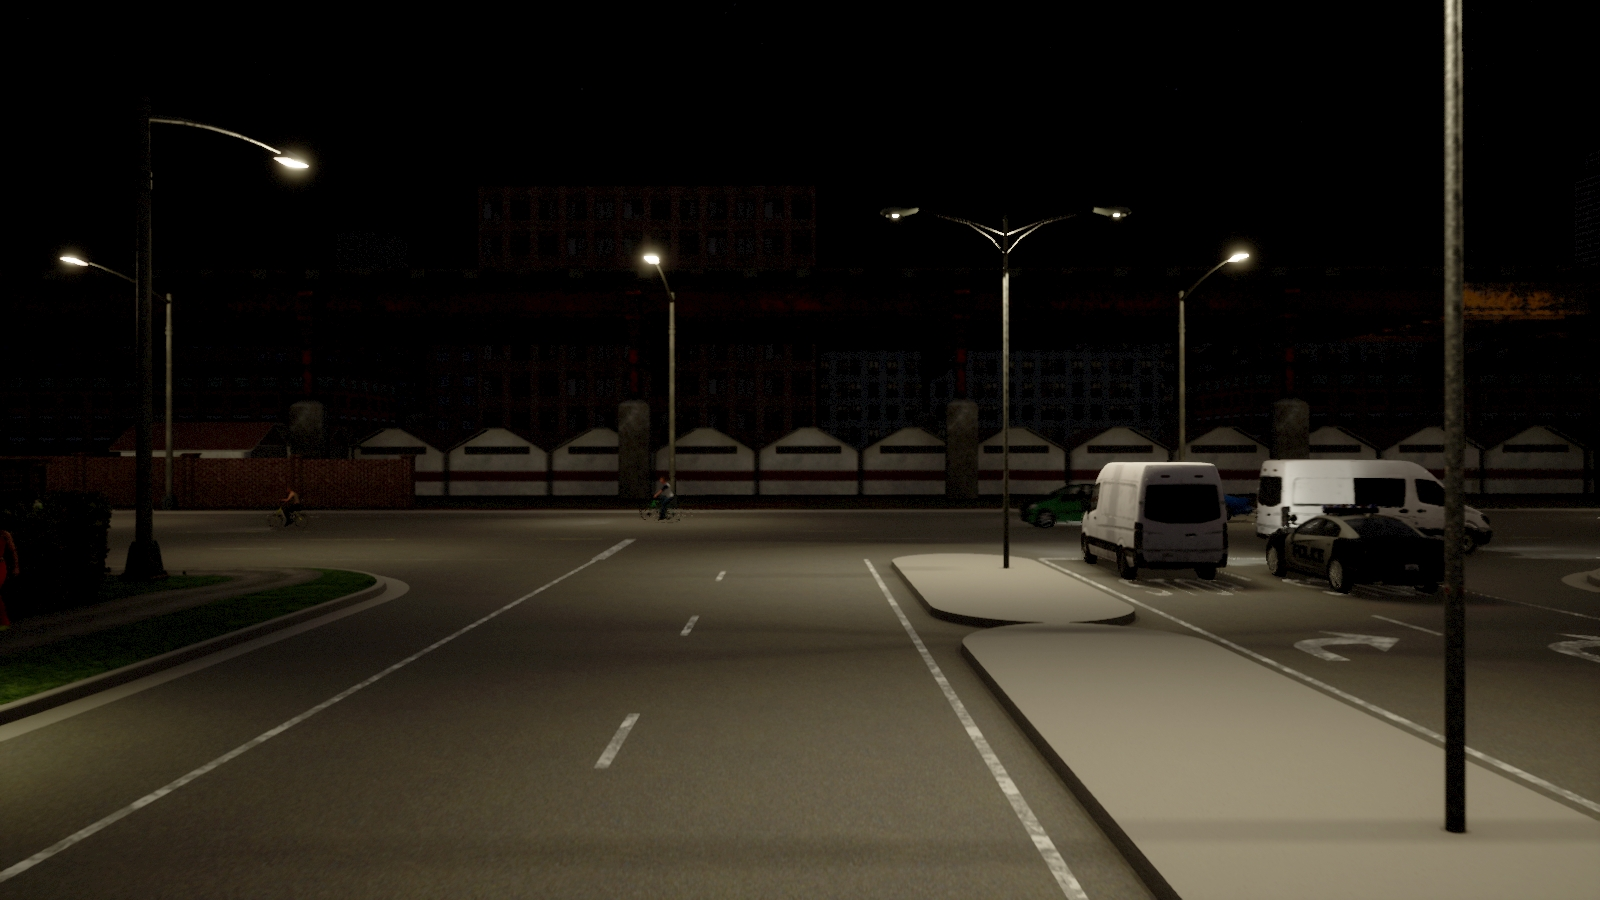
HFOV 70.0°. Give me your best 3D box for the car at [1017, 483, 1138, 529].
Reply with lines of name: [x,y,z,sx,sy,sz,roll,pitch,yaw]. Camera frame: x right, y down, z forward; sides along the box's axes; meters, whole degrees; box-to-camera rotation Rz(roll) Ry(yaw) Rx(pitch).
car: [10.119,2.043,41.921,3.988,1.617,1.851,0,0,0]

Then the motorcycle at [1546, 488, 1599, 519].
motorcycle: [31.894,2.190,47.070,1.805,1.236,0.856,0,0,-1]

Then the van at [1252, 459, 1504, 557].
van: [15.777,1.551,31.411,5.915,2.561,1.988,0,0,0]

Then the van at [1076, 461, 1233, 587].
van: [8.073,1.560,26.699,1.988,2.561,5.915,0,0,2]

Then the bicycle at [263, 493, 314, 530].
bicycle: [-18.809,2.244,42.009,1.487,1.301,0.859,0,0,0]

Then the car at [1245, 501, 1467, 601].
car: [11.377,1.997,23.894,2.097,1.638,5.238,0,0,0]

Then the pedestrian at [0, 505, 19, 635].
pedestrian: [-11.745,1.745,16.719,0.375,1.860,0.375,0,0,0]
